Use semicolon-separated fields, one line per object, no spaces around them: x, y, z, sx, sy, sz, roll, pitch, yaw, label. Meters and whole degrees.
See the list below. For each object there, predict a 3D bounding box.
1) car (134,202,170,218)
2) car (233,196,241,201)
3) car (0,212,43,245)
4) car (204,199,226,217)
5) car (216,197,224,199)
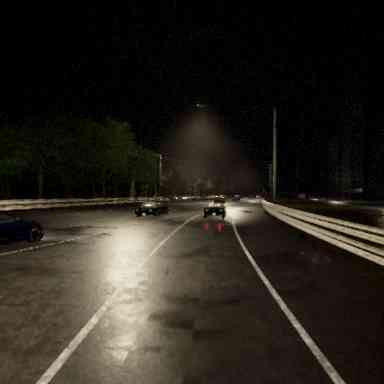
-3.524;1.606;30.387;1.895;1.301;4.718;1;0;14;car
12.965;1.877;94.695;1.882;1.535;5.008;1;0;14;car
-7.936;1.468;13.242;1.994;1.385;4.181;1;0;14;car
2.241;1.667;31.679;1.895;1.301;4.718;0;0;8;car
5.430;1.738;65.230;1.812;1.442;4.674;1;0;14;car
